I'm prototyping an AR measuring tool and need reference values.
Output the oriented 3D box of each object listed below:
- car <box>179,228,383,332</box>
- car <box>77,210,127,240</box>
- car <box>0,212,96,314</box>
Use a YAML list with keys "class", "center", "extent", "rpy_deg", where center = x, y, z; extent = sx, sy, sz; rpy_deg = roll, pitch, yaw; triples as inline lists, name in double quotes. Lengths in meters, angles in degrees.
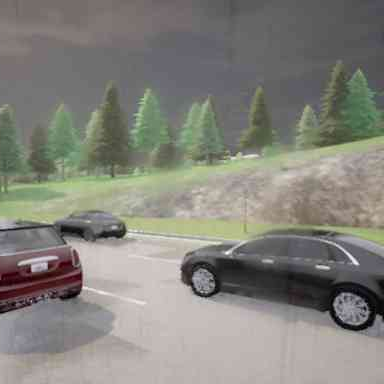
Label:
- class: "car"
  center: [1.959, 1.508, 6.895]
  extent: [4.892, 1.490, 1.837]
  rpy_deg: [0, 0, 36]
- class: "car"
  center: [-5.166, 1.585, 16.387]
  extent: [4.181, 1.385, 1.994]
  rpy_deg: [0, 0, 37]
- class: "car"
  center: [-4.450, 1.364, 7.188]
  extent: [4.553, 1.767, 2.097]
  rpy_deg: [0, 0, 36]
